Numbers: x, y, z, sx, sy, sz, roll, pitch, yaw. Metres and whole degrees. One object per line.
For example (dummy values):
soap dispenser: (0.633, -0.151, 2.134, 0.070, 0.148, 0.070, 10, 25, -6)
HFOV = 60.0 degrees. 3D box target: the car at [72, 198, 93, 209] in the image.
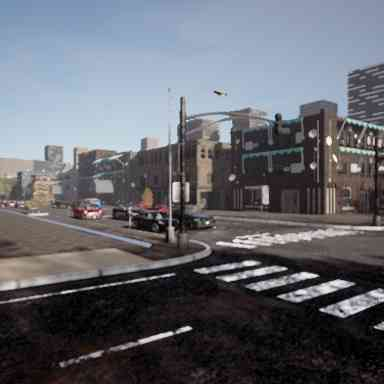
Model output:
car: (-20.201, 2.132, 61.021, 2.192, 1.841, 5.009, -1, 0, -36)

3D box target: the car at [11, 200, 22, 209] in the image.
car: (-33.500, 2.499, 64.996, 2.008, 1.369, 4.403, -1, 0, -36)

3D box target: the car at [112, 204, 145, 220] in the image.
car: (-6.077, 1.956, 31.976, 2.128, 1.511, 4.902, 0, -1, -36)

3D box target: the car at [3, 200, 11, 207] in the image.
car: (-40.045, 2.506, 73.925, 1.967, 1.590, 4.097, -1, 0, -36)

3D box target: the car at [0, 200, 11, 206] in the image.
car: (-46.586, 2.728, 82.854, 1.887, 1.381, 4.507, -1, 0, -36)

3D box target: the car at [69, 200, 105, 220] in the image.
car: (-10.599, 1.956, 33.743, 1.967, 1.590, 4.097, -1, 0, -36)

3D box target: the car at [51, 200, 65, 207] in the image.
car: (-30.012, 2.562, 74.415, 1.947, 1.339, 4.313, -1, 0, -36)

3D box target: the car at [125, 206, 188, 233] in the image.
car: (-2.493, 1.919, 22.478, 1.947, 1.339, 4.313, -1, 0, -36)

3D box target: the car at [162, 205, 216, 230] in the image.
car: (-0.173, 1.910, 23.894, 1.994, 1.385, 4.181, 0, -1, -37)

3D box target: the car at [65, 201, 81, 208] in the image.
car: (-23.469, 2.422, 65.485, 1.887, 1.381, 4.507, -1, 0, -36)

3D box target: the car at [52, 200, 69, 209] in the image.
car: (-24.999, 2.375, 63.196, 1.837, 1.490, 4.892, 0, -1, -35)

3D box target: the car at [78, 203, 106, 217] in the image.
car: (-12.122, 2.109, 40.239, 1.812, 1.442, 4.674, 0, -1, -36)

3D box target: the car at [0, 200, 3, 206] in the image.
car: (-43.315, 2.676, 78.390, 2.008, 1.369, 4.403, -1, 0, -36)

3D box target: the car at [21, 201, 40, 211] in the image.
car: (-26.856, 2.352, 55.929, 1.752, 1.417, 4.829, -1, 0, -36)

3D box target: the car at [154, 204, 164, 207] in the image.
car: (-3.838, 2.087, 38.698, 1.802, 1.307, 4.206, -1, 0, -36)

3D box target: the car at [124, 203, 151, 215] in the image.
car: (-7.109, 2.151, 43.162, 1.802, 1.307, 4.206, -1, 0, -36)
